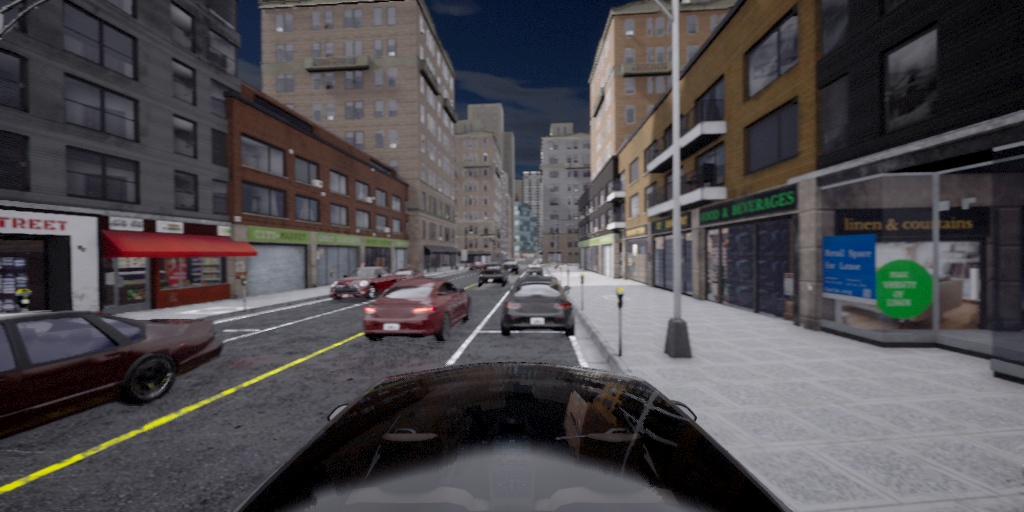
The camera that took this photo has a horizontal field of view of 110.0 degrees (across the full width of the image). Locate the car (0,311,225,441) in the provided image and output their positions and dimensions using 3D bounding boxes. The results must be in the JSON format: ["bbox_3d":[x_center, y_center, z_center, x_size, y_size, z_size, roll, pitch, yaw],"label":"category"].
[{"bbox_3d":[-6.001,1.360,3.746,2.033,1.411,5.357,-1,0,4],"label":"car"}]

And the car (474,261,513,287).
[{"bbox_3d":[-1.219,1.341,25.547,1.837,1.490,4.892,-1,0,4],"label":"car"}]

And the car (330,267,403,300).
[{"bbox_3d":[-7.508,1.313,18.469,1.967,1.591,4.097,0,0,4],"label":"car"}]

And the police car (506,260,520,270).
[{"bbox_3d":[-0.091,1.299,42.547,1.930,1.638,5.238,-1,0,4],"label":"police car"}]

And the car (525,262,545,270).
[{"bbox_3d":[2.219,1.382,34.569,2.007,1.370,4.403,0,0,4],"label":"car"}]

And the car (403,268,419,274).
[{"bbox_3d":[-7.105,1.469,24.041,1.802,1.307,4.207,0,0,4],"label":"car"}]

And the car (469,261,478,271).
[{"bbox_3d":[-5.092,1.490,51.897,1.888,1.381,4.507,0,0,4],"label":"car"}]

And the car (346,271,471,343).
[{"bbox_3d":[-2.353,1.324,9.797,1.812,1.442,4.674,-1,0,4],"label":"car"}]

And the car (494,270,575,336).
[{"bbox_3d":[0.737,1.297,10.327,1.812,1.442,4.674,-1,0,4],"label":"car"}]
